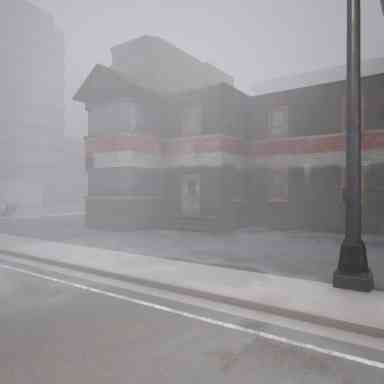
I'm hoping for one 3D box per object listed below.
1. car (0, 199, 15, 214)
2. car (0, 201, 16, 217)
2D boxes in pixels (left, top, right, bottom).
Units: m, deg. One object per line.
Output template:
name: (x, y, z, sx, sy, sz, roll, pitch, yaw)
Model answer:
car: (-17.597, 1.247, 28.304, 1.853, 1.218, 4.536, 0, 0, 15)
car: (-17.611, 1.404, 28.254, 2.038, 1.542, 4.974, 0, 0, 15)
